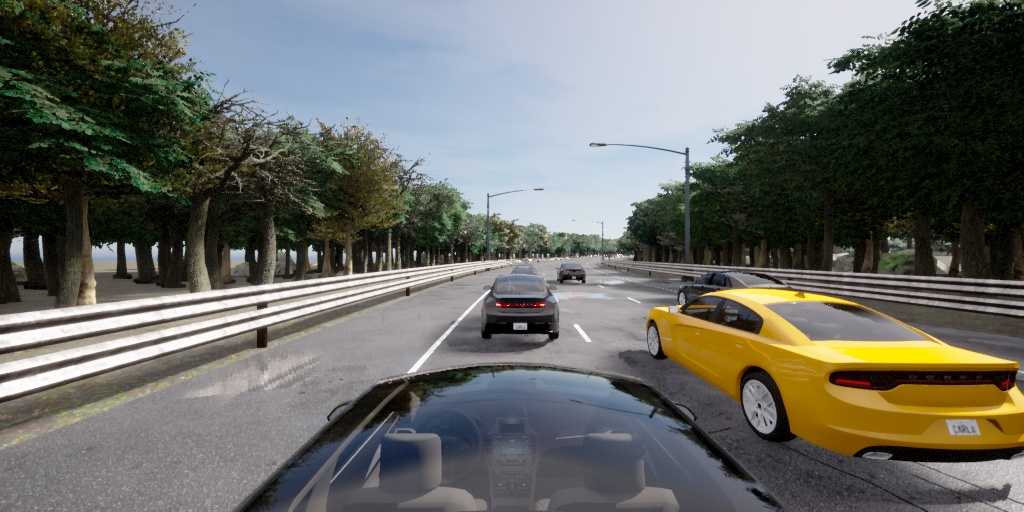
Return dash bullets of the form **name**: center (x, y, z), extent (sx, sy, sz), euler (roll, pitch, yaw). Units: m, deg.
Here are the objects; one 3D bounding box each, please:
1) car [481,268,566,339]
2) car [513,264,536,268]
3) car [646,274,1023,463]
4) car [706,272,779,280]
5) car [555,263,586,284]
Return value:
- **car**: center (0.225, 1.255, 10.065), extent (1.837, 1.490, 4.892), euler (0, 0, 1)
- **car**: center (0.961, 1.317, 27.489), extent (1.994, 1.385, 4.181), euler (0, 0, 3)
- **car**: center (3.652, 1.227, 5.363), extent (1.882, 1.535, 5.008), euler (0, 0, 0)
- **car**: center (7.268, 1.255, 11.991), extent (1.837, 1.490, 4.892), euler (0, 0, 2)
- **car**: center (4.459, 1.257, 27.356), extent (1.837, 1.490, 4.892), euler (0, 0, 3)
